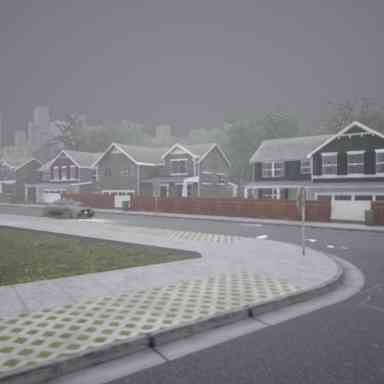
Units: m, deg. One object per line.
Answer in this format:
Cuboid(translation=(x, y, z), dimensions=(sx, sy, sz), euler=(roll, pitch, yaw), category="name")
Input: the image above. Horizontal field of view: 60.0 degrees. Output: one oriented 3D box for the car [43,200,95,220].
Cuboid(translation=(-9.170, 1.260, 24.734), dimensions=(4.181, 1.385, 1.994), euler=(1, 1, 34), category="car")
